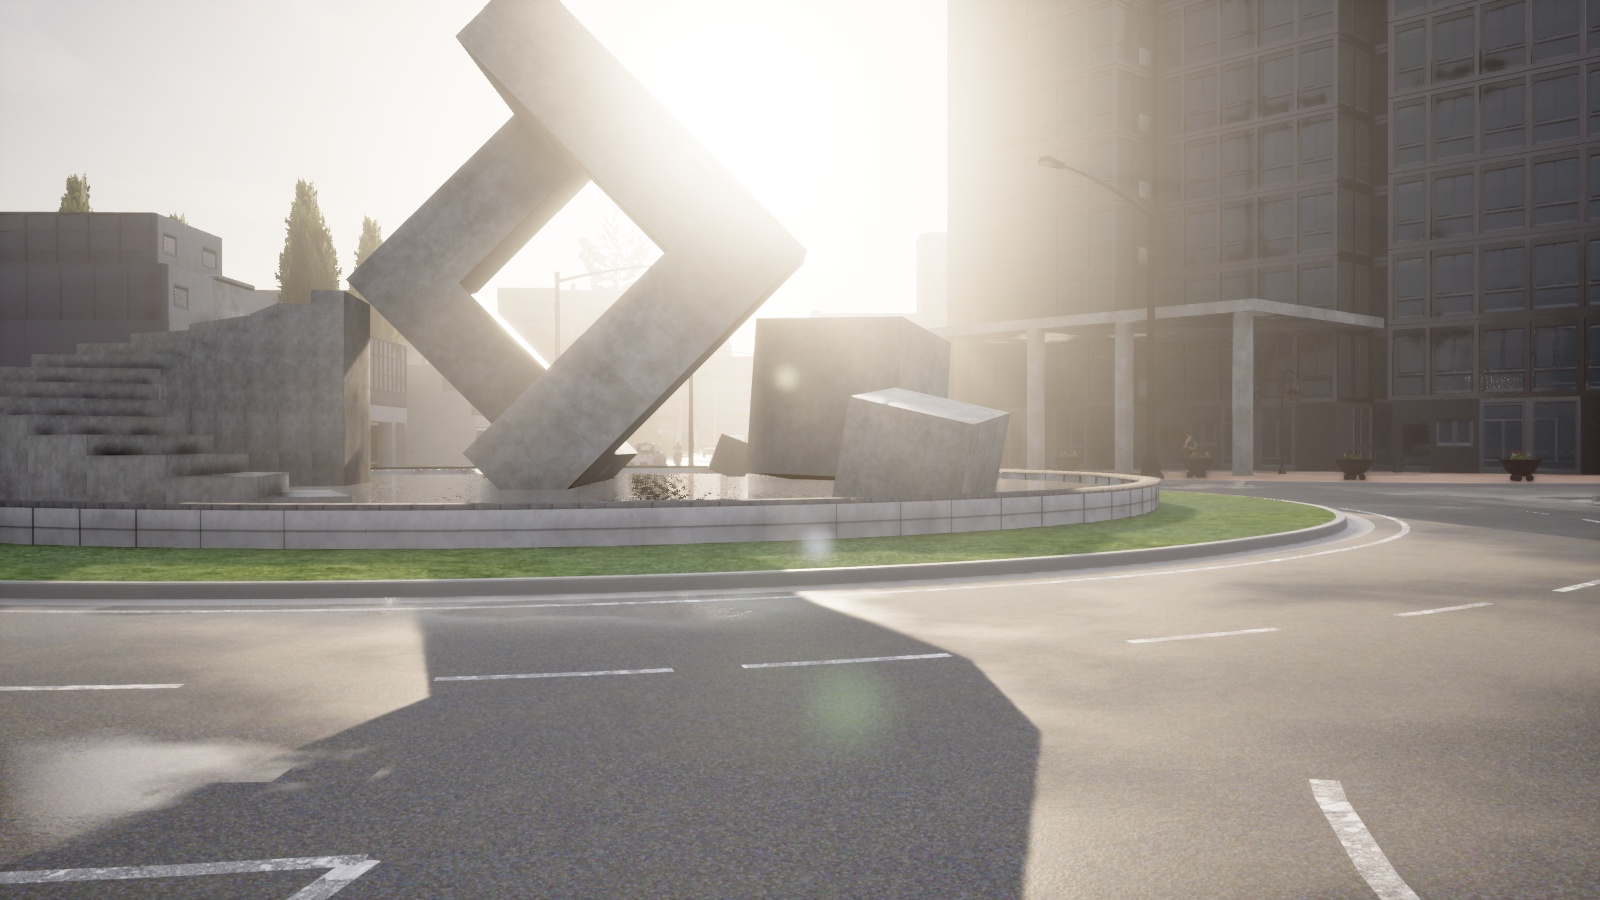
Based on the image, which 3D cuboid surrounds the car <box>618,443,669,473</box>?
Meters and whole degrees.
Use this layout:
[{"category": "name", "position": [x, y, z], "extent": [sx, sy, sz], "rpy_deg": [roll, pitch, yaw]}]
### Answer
[{"category": "car", "position": [-7.975, 0.391, 64.260], "extent": [1.845, 1.501, 3.633], "rpy_deg": [0, 0, 6]}]

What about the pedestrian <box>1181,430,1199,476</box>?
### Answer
[{"category": "pedestrian", "position": [15.705, 0.133, 50.619], "extent": [0.345, 1.836, 0.594], "rpy_deg": [0, 0, -35]}]
